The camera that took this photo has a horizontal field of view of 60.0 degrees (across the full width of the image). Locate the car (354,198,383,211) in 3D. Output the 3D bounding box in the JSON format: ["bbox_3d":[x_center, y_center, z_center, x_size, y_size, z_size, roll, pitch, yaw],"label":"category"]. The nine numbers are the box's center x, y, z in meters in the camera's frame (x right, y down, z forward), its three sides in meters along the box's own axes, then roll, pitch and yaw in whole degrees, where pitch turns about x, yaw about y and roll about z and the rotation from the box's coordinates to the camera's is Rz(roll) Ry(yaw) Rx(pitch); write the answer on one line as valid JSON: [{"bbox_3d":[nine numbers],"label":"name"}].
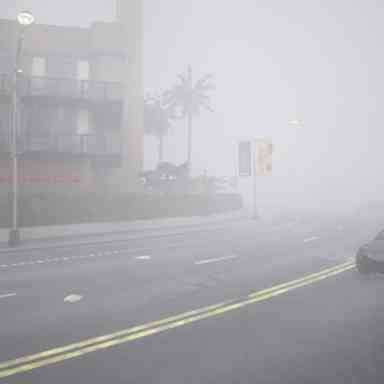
[{"bbox_3d":[23.704,1.844,44.801,1.994,1.385,4.181,0,0,-3],"label":"car"}]

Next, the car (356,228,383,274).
[{"bbox_3d":[6.483,1.626,9.767,4.181,1.385,1.994,0,0,-44],"label":"car"}]
